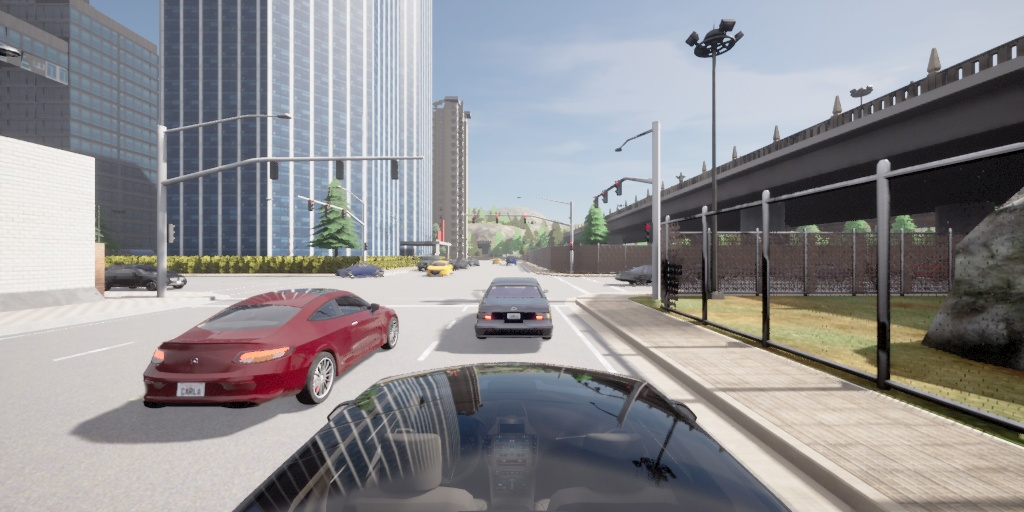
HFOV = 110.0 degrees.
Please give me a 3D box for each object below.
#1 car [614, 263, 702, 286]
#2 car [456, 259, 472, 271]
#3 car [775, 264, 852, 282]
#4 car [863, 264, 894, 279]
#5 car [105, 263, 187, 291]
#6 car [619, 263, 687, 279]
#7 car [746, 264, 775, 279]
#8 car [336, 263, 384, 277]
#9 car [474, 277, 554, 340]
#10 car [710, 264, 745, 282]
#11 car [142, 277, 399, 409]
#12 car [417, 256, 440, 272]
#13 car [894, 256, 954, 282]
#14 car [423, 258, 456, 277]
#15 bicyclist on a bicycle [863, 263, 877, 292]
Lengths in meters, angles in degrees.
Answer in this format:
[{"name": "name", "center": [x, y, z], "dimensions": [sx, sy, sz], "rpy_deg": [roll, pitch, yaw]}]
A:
[{"name": "car", "center": [10.012, 1.362, 25.228], "dimensions": [5.357, 1.411, 2.033], "rpy_deg": [0, 0, -3]}, {"name": "car", "center": [-7.198, 1.270, 50.692], "dimensions": [1.837, 1.490, 4.892], "rpy_deg": [0, 0, 0]}, {"name": "car", "center": [24.618, 1.340, 29.166], "dimensions": [4.674, 1.442, 1.812], "rpy_deg": [0, 0, 0]}, {"name": "car", "center": [32.235, 1.416, 32.701], "dimensions": [4.718, 1.301, 1.895], "rpy_deg": [0, 0, 0]}, {"name": "car", "center": [-22.585, 1.338, 21.796], "dimensions": [4.674, 1.442, 1.812], "rpy_deg": [0, 0, 0]}, {"name": "car", "center": [12.718, 1.363, 32.626], "dimensions": [5.357, 1.411, 2.033], "rpy_deg": [0, 0, 0]}, {"name": "car", "center": [22.309, 1.416, 32.667], "dimensions": [4.718, 1.301, 1.895], "rpy_deg": [0, 0, 0]}, {"name": "car", "center": [-14.303, 1.367, 33.911], "dimensions": [4.181, 1.385, 1.994], "rpy_deg": [0, 0, -35]}, {"name": "car", "center": [0.078, 1.300, 9.989], "dimensions": [2.033, 1.411, 5.357], "rpy_deg": [0, 0, 1]}, {"name": "car", "center": [15.662, 1.306, 29.139], "dimensions": [4.902, 1.511, 2.128], "rpy_deg": [0, 0, 0]}, {"name": "car", "center": [-3.450, 1.277, 6.169], "dimensions": [1.812, 1.442, 4.674], "rpy_deg": [0, 0, 0]}, {"name": "car", "center": [-10.685, 0.985, 46.976], "dimensions": [2.150, 2.045, 5.566], "rpy_deg": [0, 0, 0]}, {"name": "car", "center": [35.232, 1.036, 29.212], "dimensions": [5.566, 2.045, 2.150], "rpy_deg": [0, 0, -1]}, {"name": "car", "center": [-7.170, 1.266, 35.926], "dimensions": [1.882, 1.535, 5.008], "rpy_deg": [0, 0, 0]}, {"name": "bicyclist on a bicycle", "center": [18.265, 1.111, 18.166], "dimensions": [0.582, 1.620, 1.656], "rpy_deg": [0, 0, 0]}]
